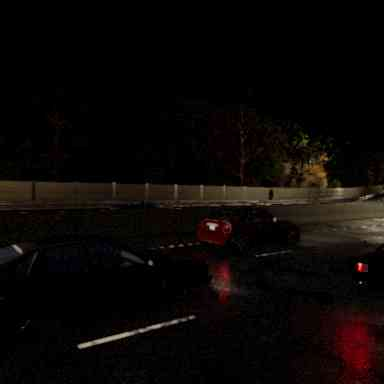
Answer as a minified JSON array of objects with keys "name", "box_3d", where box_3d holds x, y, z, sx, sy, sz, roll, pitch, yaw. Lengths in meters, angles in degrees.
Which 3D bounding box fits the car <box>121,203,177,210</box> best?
[{"name":"car","box_3d":[-2.340,1.683,23.820,4.718,1.301,1.895,0,0,-35]}]

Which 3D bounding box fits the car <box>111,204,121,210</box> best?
[{"name":"car","box_3d":[-5.913,1.598,34.165,4.902,1.511,2.128,1,0,-35]}]

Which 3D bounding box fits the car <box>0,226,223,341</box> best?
[{"name":"car","box_3d":[-2.143,1.561,6.519,5.357,1.411,2.033,0,0,-36]}]

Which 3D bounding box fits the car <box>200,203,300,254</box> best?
[{"name":"car","box_3d":[2.520,1.423,14.144,4.553,1.767,2.097,1,0,-35]}]

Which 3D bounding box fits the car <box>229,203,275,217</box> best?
[{"name":"car","box_3d":[6.245,1.785,34.237,4.718,1.301,1.895,1,0,-35]}]

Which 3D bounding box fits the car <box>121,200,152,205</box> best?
[{"name":"car","box_3d":[-4.064,1.668,31.183,4.181,1.385,1.994,1,0,-35]}]

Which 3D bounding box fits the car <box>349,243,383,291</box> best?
[{"name":"car","box_3d":[5.842,1.665,7.915,4.718,1.301,1.895,1,0,-36]}]
